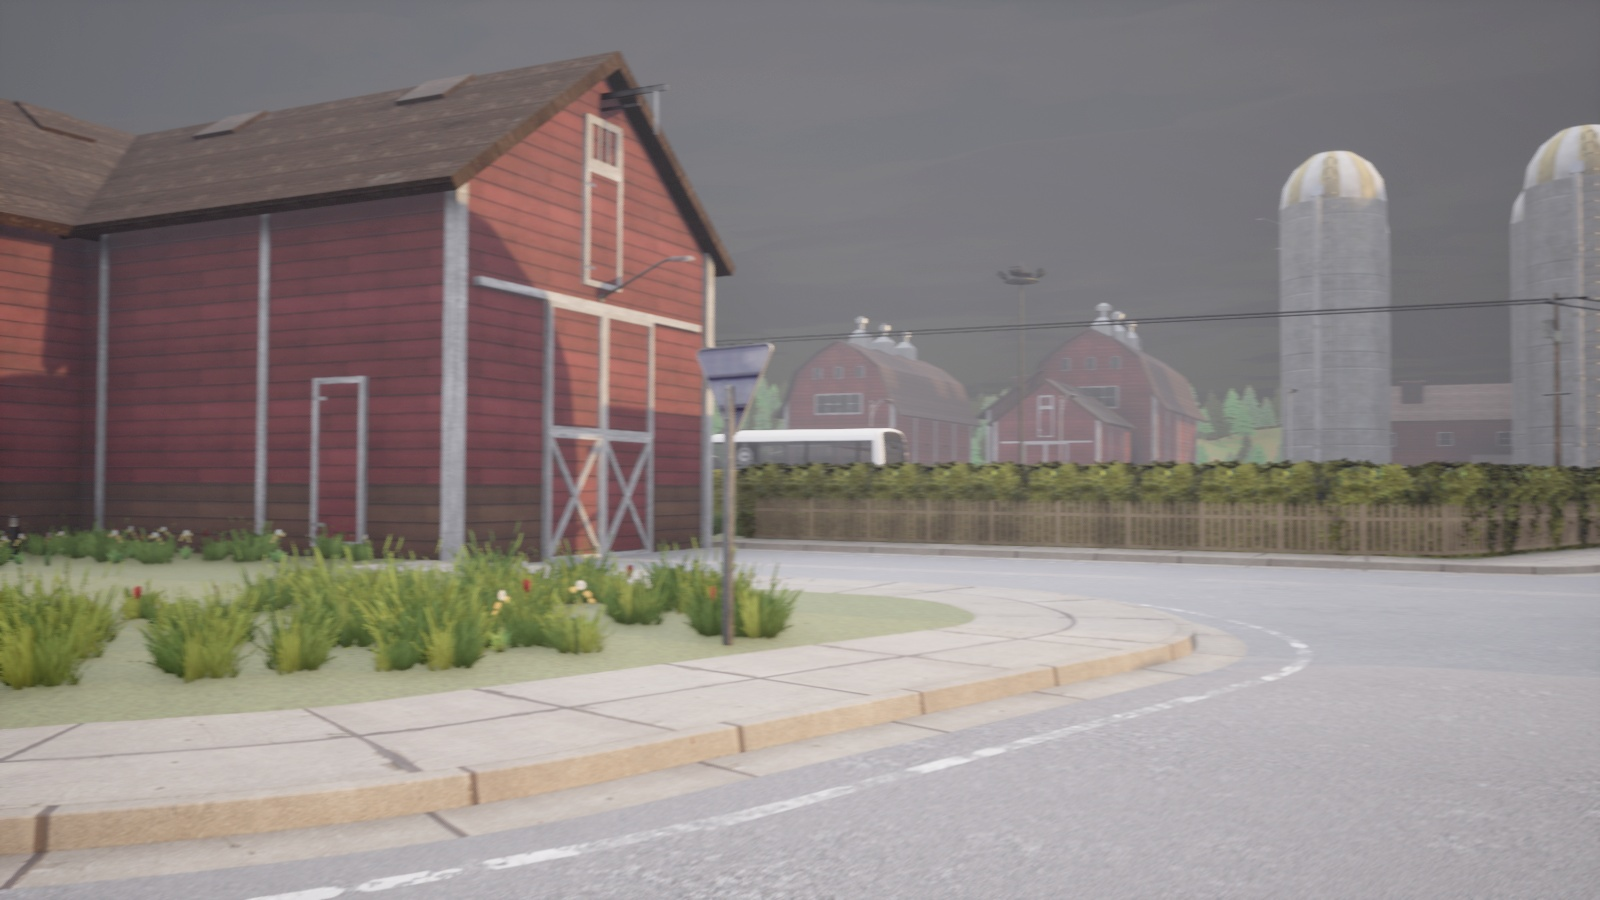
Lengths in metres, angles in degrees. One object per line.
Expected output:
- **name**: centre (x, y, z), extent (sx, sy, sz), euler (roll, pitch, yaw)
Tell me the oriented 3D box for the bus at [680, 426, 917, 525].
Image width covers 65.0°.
- **bus**: centre (-0.117, 1.225, 58.083), extent (10.273, 4.253, 3.944), euler (-1, -2, 27)
